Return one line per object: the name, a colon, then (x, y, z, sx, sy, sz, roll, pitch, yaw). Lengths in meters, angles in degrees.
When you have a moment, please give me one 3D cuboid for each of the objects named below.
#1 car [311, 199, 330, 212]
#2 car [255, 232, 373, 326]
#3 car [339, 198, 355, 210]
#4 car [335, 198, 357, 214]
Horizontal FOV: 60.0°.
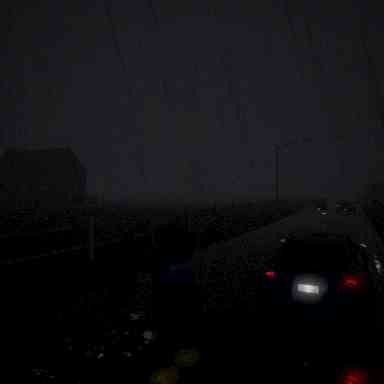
car: (15.609, 1.559, 40.206, 2.033, 1.411, 5.357, 0, 0, 26)
car: (2.793, 1.567, 7.305, 1.994, 1.385, 4.181, 0, 0, 26)
car: (20.635, 1.533, 44.296, 1.812, 1.442, 4.674, 0, 0, 26)
car: (16.192, 1.537, 34.966, 1.812, 1.442, 4.674, 0, 0, 26)
